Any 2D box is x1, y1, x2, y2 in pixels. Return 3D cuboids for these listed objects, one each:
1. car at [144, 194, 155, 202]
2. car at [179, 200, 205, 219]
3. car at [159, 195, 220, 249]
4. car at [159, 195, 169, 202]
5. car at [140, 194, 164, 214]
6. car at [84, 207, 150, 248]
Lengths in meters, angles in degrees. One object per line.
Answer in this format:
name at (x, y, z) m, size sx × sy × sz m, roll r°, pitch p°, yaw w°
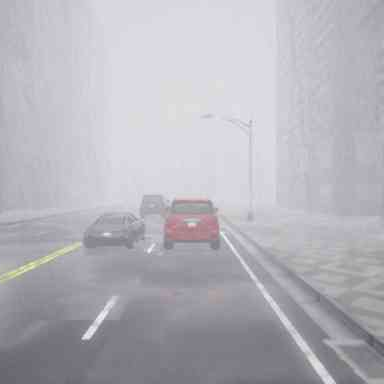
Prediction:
car at (-9.752, 1.353, 76.742) m, size 2.097 × 1.767 × 4.553 m, roll 0°, pitch 0°, yaw 0°
car at (0.000, 1.493, 29.650) m, size 2.128 × 1.511 × 4.902 m, roll 0°, pitch 0°, yaw 0°
car at (0.000, 1.256, 14.680) m, size 2.150 × 2.045 × 5.566 m, roll 0°, pitch 0°, yaw 0°
car at (-6.502, 1.475, 76.712) m, size 1.882 × 1.535 × 5.008 m, roll 0°, pitch 0°, yaw 0°
car at (-3.250, 1.256, 29.680) m, size 2.150 × 2.045 × 5.566 m, roll 0°, pitch 0°, yaw 0°
car at (-3.250, 1.571, 14.650) m, size 1.994 × 1.385 × 4.181 m, roll 0°, pitch 0°, yaw 0°
